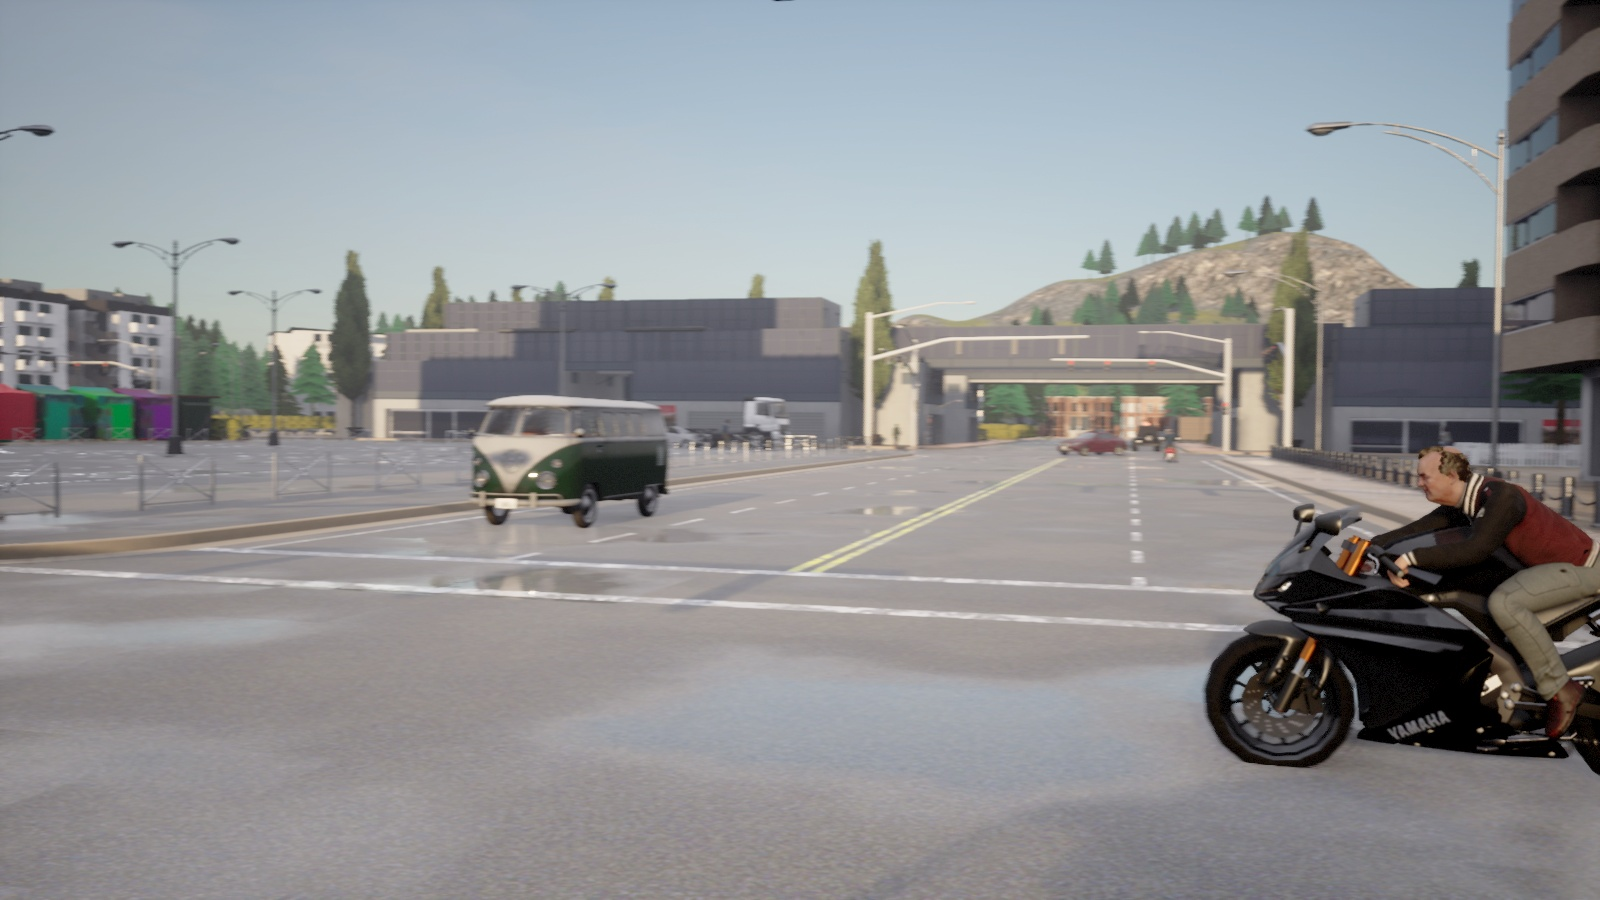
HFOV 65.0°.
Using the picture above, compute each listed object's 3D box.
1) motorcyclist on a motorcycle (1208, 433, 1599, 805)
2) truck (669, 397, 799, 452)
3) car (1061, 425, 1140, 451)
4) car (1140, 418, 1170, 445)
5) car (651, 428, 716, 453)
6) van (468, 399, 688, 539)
[{"bbox_3d":[3.032,0.698,5.694,2.191,1.530,0.866,0,1,14],"label":"motorcyclist on a motorcycle"},{"bbox_3d":[-4.310,-1.665,82.000,7.936,3.462,2.891,0,1,16],"label":"truck"},{"bbox_3d":[17.795,-0.730,74.340,4.674,1.442,1.812,-1,1,-32],"label":"car"},{"bbox_3d":[25.631,-1.349,90.754,1.905,1.878,3.866,0,1,13],"label":"car"},{"bbox_3d":[-7.347,-0.587,79.271,3.633,1.501,1.845,0,1,17],"label":"car"},{"bbox_3d":[-3.421,0.229,20.305,1.775,1.987,4.442,0,1,15],"label":"van"}]
